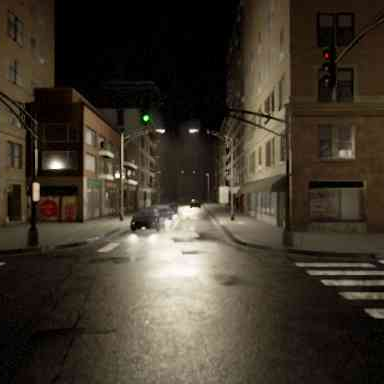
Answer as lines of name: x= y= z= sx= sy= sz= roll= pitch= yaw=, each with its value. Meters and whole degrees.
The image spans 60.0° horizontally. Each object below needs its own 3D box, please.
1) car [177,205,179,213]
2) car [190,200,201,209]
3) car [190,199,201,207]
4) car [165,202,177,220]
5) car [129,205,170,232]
car: x=-2.734 y=2.003 z=42.924 sx=2.128 sy=1.511 sz=4.902 roll=0 pitch=-1 yaw=0
car: x=0.571 y=2.166 z=57.380 sx=2.128 sy=1.511 sz=4.902 roll=0 pitch=-1 yaw=0
car: x=0.651 y=2.287 z=67.742 sx=2.128 sy=1.511 sz=4.902 roll=0 pitch=-1 yaw=0
car: x=-2.825 y=1.956 z=32.594 sx=1.994 sy=1.385 sz=4.181 roll=0 pitch=-1 yaw=0
car: x=-2.904 y=1.825 z=22.679 sx=2.033 sy=1.411 sz=5.357 roll=0 pitch=-1 yaw=0
